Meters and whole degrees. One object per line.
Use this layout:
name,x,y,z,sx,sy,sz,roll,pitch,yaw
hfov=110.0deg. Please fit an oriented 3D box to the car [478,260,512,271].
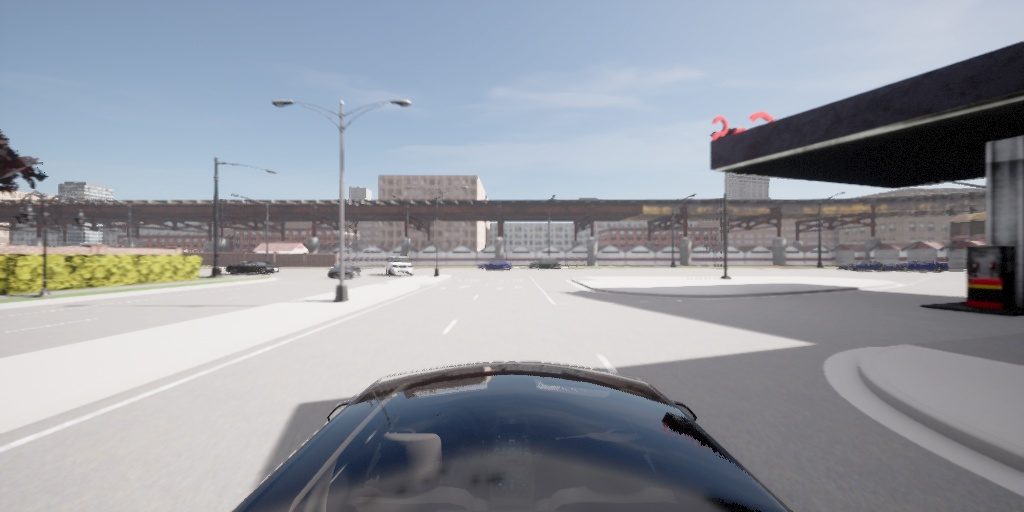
car,-2.267,1.320,48.561,4.674,1.442,1.812,0,0,-1

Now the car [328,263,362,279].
car,-15.137,1.345,32.727,1.994,1.385,4.181,0,0,-9

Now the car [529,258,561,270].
car,4.710,1.148,52.064,4.553,1.767,2.097,0,0,0

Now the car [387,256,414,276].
car,-11.800,1.005,37.569,2.150,2.045,5.566,1,0,-25

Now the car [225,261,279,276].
car,-27.417,1.279,38.037,4.902,1.511,2.128,0,0,1
